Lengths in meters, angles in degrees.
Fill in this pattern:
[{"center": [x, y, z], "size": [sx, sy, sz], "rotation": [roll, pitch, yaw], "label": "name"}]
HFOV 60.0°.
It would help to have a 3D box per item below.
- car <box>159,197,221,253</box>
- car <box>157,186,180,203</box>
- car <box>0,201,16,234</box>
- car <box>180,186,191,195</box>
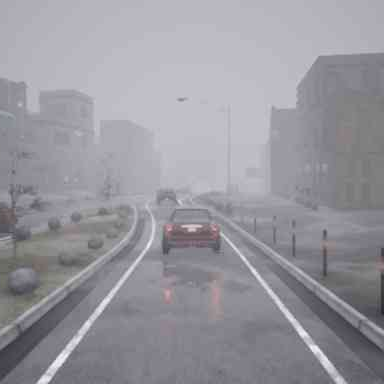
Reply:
[{"center": [-0.122, 1.300, 13.666], "size": [2.097, 1.767, 4.553], "rotation": [0, 1, -3], "label": "car"}, {"center": [-2.357, 0.239, 32.141], "size": [1.837, 1.490, 4.892], "rotation": [-1, 3, -3], "label": "car"}, {"center": [-9.922, 1.240, 14.699], "size": [2.097, 1.767, 4.553], "rotation": [0, 2, 4], "label": "car"}, {"center": [-1.390, -0.275, 54.973], "size": [1.837, 1.490, 4.892], "rotation": [1, 1, 14], "label": "car"}]
